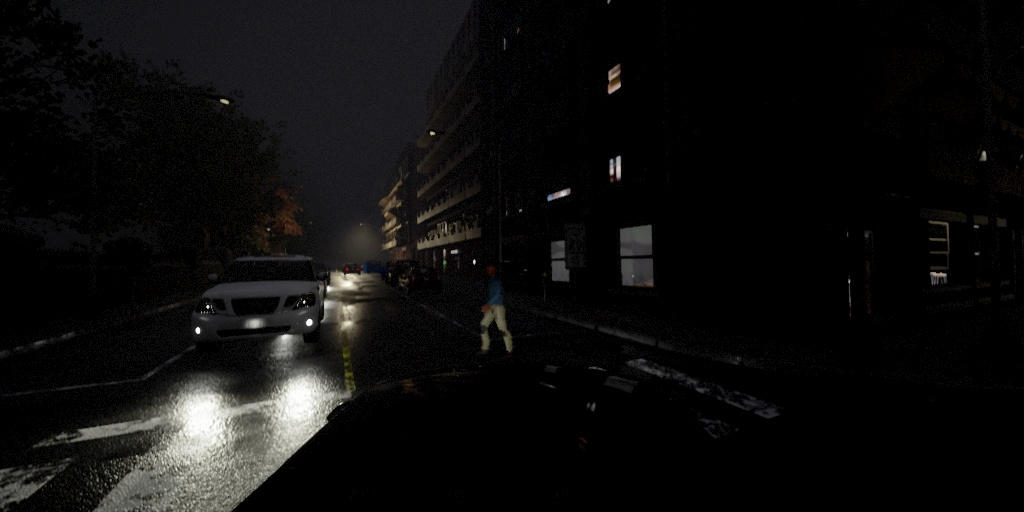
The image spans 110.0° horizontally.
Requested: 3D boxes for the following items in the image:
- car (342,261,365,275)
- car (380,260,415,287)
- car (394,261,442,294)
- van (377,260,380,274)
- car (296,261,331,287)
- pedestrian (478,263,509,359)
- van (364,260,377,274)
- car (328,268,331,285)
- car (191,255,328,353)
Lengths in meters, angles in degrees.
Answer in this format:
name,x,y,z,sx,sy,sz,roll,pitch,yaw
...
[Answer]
name,x,y,z,sx,sy,sz,roll,pitch,yaw
car,-19.687,1.613,44.081,2.033,1.411,5.357,0,0,-26
car,-7.918,1.199,26.023,2.192,1.841,5.009,0,0,-26
car,-5.477,1.278,21.068,1.967,1.591,4.097,0,0,-26
van,-10.358,1.271,30.978,1.690,1.789,3.998,0,0,-26
car,-15.013,1.278,27.344,2.097,1.767,4.553,0,0,-26
pedestrian,-0.353,1.008,6.792,0.375,1.860,0.375,1,-2,-26
van,-17.680,1.409,45.843,1.690,1.789,3.998,0,0,-26
car,-10.582,1.407,18.337,1.994,1.385,4.181,0,0,-26
car,-6.195,0.981,9.415,2.150,2.045,5.566,0,0,-26
